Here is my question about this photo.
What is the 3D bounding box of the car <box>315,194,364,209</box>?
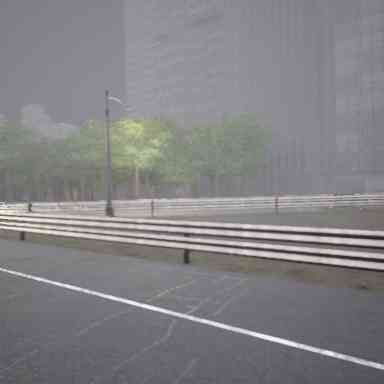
[{"bbox_3d":[14.808,0.945,33.401,4.892,1.490,1.837,-2,-1,-6],"label":"car"}]
